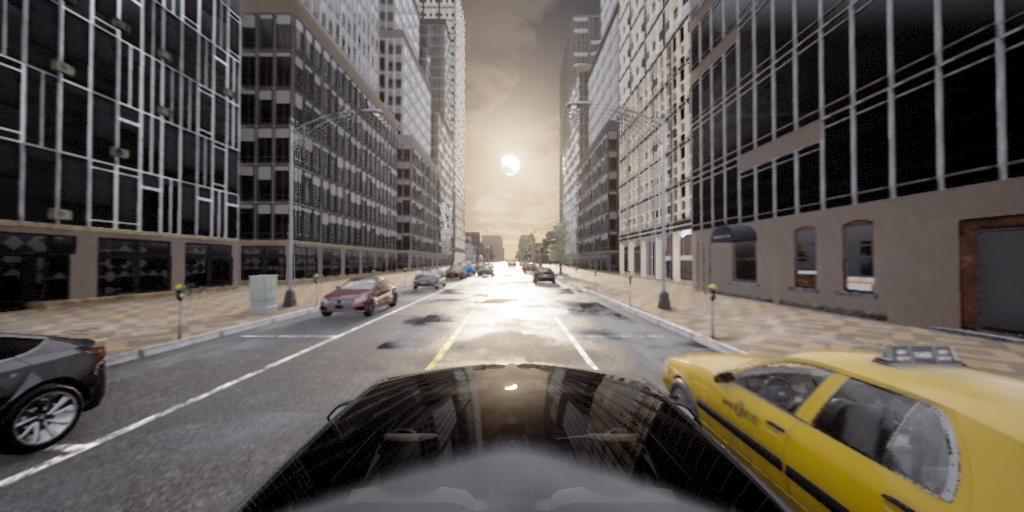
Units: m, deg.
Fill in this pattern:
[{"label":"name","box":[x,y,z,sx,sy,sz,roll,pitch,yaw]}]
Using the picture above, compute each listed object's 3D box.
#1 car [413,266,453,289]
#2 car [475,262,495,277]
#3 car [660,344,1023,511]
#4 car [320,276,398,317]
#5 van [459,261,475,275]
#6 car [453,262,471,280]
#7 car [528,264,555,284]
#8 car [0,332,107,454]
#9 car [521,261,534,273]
[{"label":"car","box":[-5.686,1.548,25.247,2.007,1.370,4.403,0,0,0]},{"label":"car","box":[-3.088,1.730,43.205,2.033,1.411,5.357,0,-1,0]},{"label":"car","box":[2.691,1.284,2.635,1.751,1.417,4.829,0,0,0]},{"label":"car","box":[-5.687,1.461,13.862,1.802,1.307,4.207,0,0,0]},{"label":"van","box":[-5.684,1.515,42.324,1.690,1.789,3.998,0,0,0]},{"label":"car","box":[-5.684,1.661,36.631,1.888,1.381,4.507,0,0,0]},{"label":"car","box":[2.695,1.623,30.926,1.948,1.339,4.313,0,0,0]},{"label":"car","box":[-5.689,1.324,2.480,1.948,1.339,4.313,0,0,0]},{"label":"car","box":[2.699,1.729,53.691,1.967,1.591,4.097,0,0,0]}]
